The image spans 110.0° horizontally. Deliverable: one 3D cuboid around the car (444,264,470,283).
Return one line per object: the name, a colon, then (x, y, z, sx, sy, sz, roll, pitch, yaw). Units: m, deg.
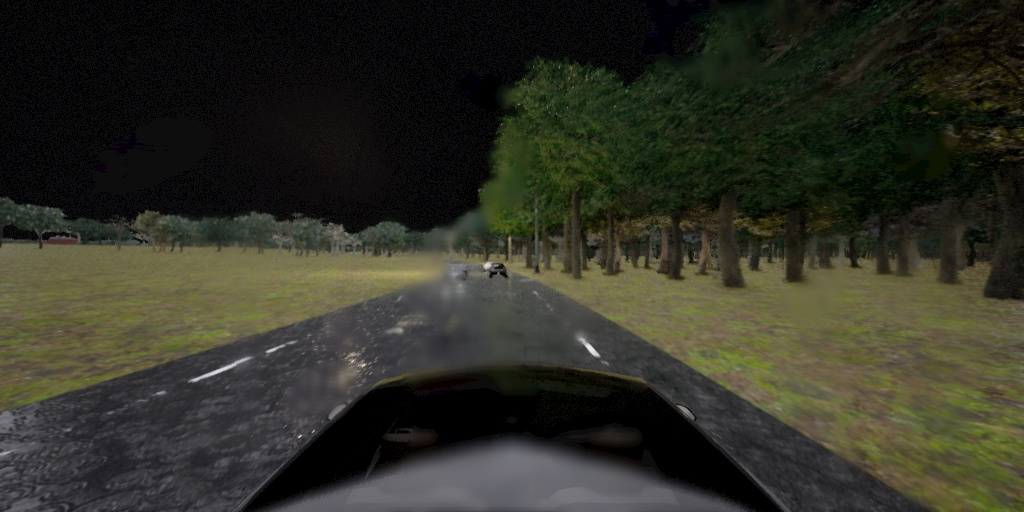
car: (-4.626, 1.456, 30.484, 2.128, 1.511, 4.902, 0, 0, -4)

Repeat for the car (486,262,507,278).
car: (-1.553, 1.490, 38.218, 1.837, 1.490, 4.892, 0, 0, -5)

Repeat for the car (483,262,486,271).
car: (-3.500, 1.609, 55.762, 1.812, 1.442, 4.674, 0, 0, -7)
